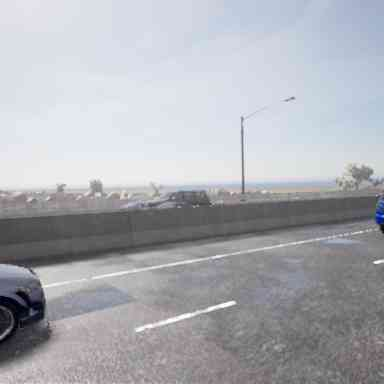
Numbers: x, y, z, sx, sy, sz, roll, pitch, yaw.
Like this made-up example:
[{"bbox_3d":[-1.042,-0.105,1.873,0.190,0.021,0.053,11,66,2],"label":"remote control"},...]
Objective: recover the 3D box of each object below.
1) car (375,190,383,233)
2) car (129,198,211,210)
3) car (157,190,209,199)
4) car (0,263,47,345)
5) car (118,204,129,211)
[{"bbox_3d":[10.510,0.779,15.002,5.566,2.045,2.150,-2,1,-34],"label":"car"},{"bbox_3d":[-1.264,1.291,19.942,4.181,1.385,1.994,-2,1,-34],"label":"car"},{"bbox_3d":[-1.175,0.882,24.233,5.566,2.045,2.150,-2,1,-34],"label":"car"},{"bbox_3d":[-4.433,1.585,4.856,4.181,1.385,1.994,-2,1,-34],"label":"car"},{"bbox_3d":[-3.767,1.241,26.703,4.181,1.385,1.994,-2,1,-34],"label":"car"}]
